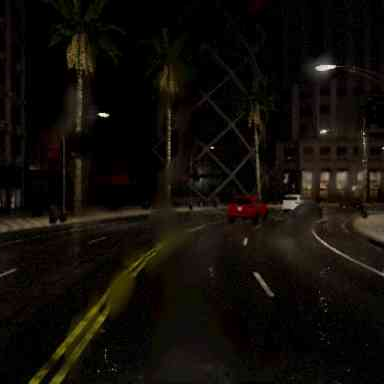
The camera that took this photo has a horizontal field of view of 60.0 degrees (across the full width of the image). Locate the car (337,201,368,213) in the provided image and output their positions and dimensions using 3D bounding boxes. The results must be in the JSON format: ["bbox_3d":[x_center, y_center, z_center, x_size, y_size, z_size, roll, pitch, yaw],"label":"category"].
[{"bbox_3d":[18.663,1.708,38.561,4.181,1.385,1.994,0,0,-38],"label":"car"}]

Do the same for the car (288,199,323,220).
[{"bbox_3d":[10.335,1.636,29.685,1.812,1.442,4.674,0,0,32],"label":"car"}]

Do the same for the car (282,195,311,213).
[{"bbox_3d":[12.390,1.364,37.918,2.150,2.045,5.566,0,0,45],"label":"car"}]

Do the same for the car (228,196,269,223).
[{"bbox_3d":[4.560,1.321,26.572,2.150,2.045,5.566,0,0,25],"label":"car"}]
